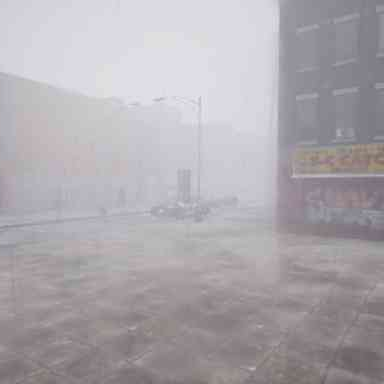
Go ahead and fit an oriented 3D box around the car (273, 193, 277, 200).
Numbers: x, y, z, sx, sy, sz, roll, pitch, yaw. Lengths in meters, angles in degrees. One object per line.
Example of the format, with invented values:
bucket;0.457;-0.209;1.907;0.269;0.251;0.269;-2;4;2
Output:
car;12.640;0.469;46.176;1.802;1.307;4.206;3;3;36

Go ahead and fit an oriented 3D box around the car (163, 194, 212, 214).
car;-0.270;0.969;28.210;1.947;1.339;4.313;3;3;36

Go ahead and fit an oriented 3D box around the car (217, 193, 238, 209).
car;2.958;0.818;32.701;1.887;1.381;4.507;3;3;36

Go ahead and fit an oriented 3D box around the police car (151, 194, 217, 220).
police car;-0.589;1.049;23.278;2.038;1.542;4.974;1;2;36
